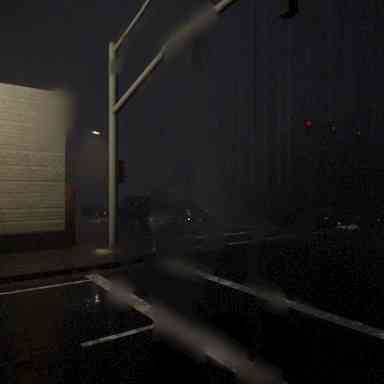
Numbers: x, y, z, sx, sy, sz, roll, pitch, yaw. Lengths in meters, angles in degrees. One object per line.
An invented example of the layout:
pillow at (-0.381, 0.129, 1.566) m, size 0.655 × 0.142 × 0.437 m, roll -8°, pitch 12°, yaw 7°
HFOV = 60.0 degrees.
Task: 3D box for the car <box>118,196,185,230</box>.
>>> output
car at (-3.084, 1.277, 22.348) m, size 2.150 × 2.045 × 5.566 m, roll 0°, pitch 0°, yaw -36°

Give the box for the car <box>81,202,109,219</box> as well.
car at (-8.550, 1.619, 30.013) m, size 1.994 × 1.385 × 4.181 m, roll 0°, pitch 0°, yaw -35°

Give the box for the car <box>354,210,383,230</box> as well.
car at (11.970, 1.599, 19.709) m, size 1.994 × 1.385 × 4.181 m, roll 0°, pitch 0°, yaw -36°

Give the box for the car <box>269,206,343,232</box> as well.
car at (6.964, 1.578, 20.667) m, size 1.812 × 1.442 × 4.674 m, roll 0°, pitch 0°, yaw -36°

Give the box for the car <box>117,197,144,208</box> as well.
car at (-9.155, 1.533, 49.206) m, size 1.882 × 1.535 × 5.008 m, roll 0°, pitch 0°, yaw -36°

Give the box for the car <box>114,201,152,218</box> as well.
car at (-5.737, 1.619, 32.089) m, size 1.994 × 1.385 × 4.181 m, roll 0°, pitch 0°, yaw -35°

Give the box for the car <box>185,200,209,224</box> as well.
car at (-0.717, 1.407, 25.061) m, size 2.097 × 1.767 × 4.553 m, roll 0°, pitch 0°, yaw -36°
